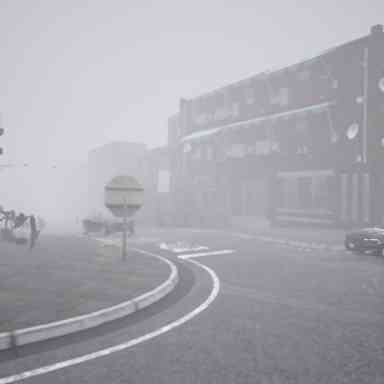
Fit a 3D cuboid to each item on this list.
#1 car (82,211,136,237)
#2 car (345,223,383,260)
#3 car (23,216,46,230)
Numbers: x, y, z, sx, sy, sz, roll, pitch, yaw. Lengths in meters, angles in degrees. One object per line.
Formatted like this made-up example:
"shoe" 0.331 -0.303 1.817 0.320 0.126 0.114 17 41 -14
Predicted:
"car" -5.261 1.921 20.687 1.882 1.535 5.008 2 -6 -37
"car" 8.178 1.623 12.209 5.008 1.535 1.882 0 -1 -7
"car" -18.092 3.457 37.897 1.837 1.490 4.892 2 -5 -36
